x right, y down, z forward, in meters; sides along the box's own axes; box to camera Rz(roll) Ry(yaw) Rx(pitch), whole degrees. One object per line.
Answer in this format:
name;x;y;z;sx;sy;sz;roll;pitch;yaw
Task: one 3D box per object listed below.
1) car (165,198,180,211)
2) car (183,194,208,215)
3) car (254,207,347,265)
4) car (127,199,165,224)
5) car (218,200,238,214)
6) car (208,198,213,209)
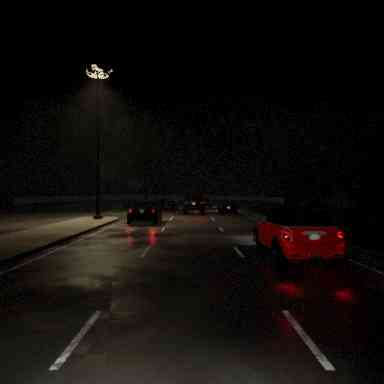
car;-2.674;1.491;40.967;2.128;1.511;4.902;0;0;7
car;0.276;1.221;34.694;2.150;2.045;5.566;0;0;2
car;3.601;1.352;11.900;2.097;1.767;4.553;0;0;0
car;-3.397;1.352;24.611;2.097;1.767;4.553;0;0;0
car;3.818;1.563;35.965;1.994;1.385;4.181;0;0;3
car;1.601;1.491;44.479;2.128;1.511;4.902;0;0;12
